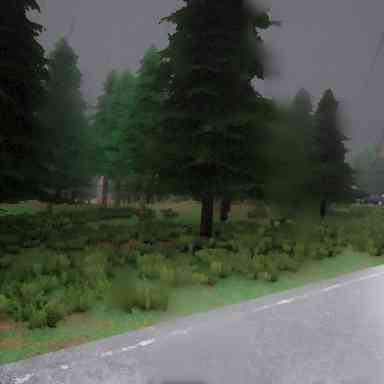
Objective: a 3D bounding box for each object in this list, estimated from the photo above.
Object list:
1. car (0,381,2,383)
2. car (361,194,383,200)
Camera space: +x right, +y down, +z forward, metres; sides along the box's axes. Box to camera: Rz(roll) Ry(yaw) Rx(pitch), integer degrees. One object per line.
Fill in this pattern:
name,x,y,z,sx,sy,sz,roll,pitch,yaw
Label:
car,-3.448,1.501,1.133,4.892,1.490,1.837,0,0,-36
car,23.834,1.000,42.603,1.882,1.535,5.008,4,2,-13
